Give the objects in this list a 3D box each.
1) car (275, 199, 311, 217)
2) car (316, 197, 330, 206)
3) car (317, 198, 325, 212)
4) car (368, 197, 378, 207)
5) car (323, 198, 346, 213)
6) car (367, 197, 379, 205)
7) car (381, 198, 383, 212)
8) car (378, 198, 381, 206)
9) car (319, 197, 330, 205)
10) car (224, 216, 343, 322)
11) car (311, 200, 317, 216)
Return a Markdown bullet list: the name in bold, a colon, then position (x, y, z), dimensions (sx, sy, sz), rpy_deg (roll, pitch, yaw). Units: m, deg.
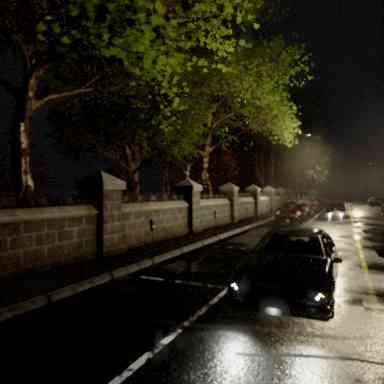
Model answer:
- **car**: position (7.518, 1.488, 25.058), dimensions (1.967, 1.590, 4.097), rpy_deg (0, 0, 25)
- **car**: position (24.002, 1.701, 60.855), dimensions (2.008, 1.369, 4.403), rpy_deg (0, 0, 25)
- **car**: position (14.583, 1.639, 40.399), dimensions (2.008, 1.369, 4.403), rpy_deg (0, 0, 25)
- **car**: position (29.259, 1.584, 52.237), dimensions (1.967, 1.590, 4.097), rpy_deg (0, 0, 25)
- **car**: position (16.553, 1.653, 38.242), dimensions (1.994, 1.385, 4.181), rpy_deg (0, 0, 25)
- **car**: position (34.040, 1.705, 62.621), dimensions (1.752, 1.417, 4.829), rpy_deg (0, 0, 25)
- **car**: position (19.839, 1.400, 31.781), dimensions (2.192, 1.841, 5.009), rpy_deg (0, 0, 25)
- **car**: position (22.195, 1.539, 36.895), dimensions (1.967, 1.590, 4.097), rpy_deg (0, 0, 25)
- **car**: position (26.286, 1.693, 65.816), dimensions (1.752, 1.417, 4.829), rpy_deg (0, 0, 25)
- **car**: position (2.442, 1.560, 7.833), dimensions (2.033, 1.411, 5.357), rpy_deg (0, 0, 25)
- **car**: position (9.872, 1.501, 30.170), dimensions (1.967, 1.590, 4.097), rpy_deg (0, 0, 25)
